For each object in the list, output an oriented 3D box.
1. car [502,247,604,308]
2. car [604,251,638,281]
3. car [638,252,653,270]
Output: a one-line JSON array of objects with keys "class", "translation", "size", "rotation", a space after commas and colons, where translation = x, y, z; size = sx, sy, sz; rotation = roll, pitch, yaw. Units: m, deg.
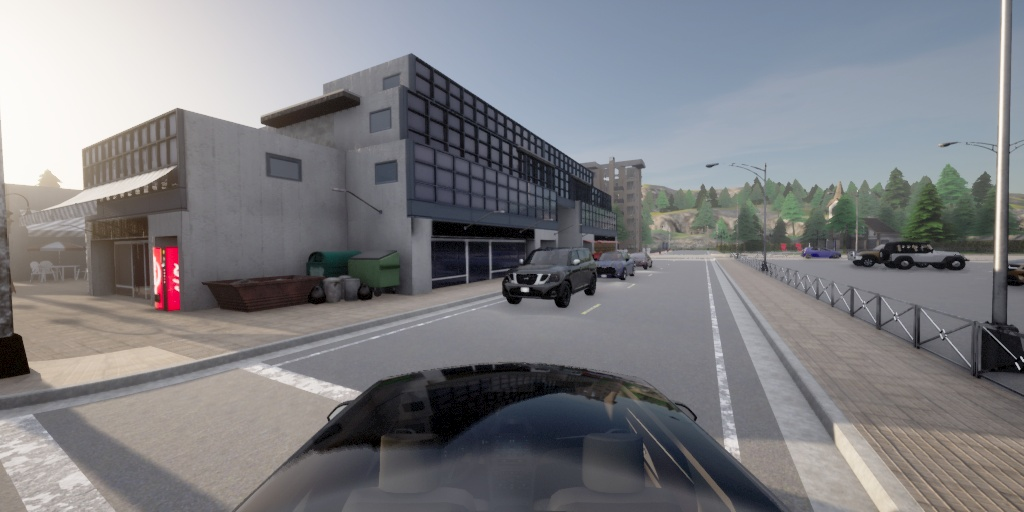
[{"class": "car", "translation": [1.718, 0.665, 14.018], "size": [2.150, 2.045, 5.566], "rotation": [0, 2, 28]}, {"class": "car", "translation": [6.365, 0.513, 22.686], "size": [2.097, 1.767, 4.553], "rotation": [0, 2, 28]}, {"class": "car", "translation": [11.205, 0.394, 31.701], "size": [1.812, 1.442, 4.674], "rotation": [0, 2, 28]}]
